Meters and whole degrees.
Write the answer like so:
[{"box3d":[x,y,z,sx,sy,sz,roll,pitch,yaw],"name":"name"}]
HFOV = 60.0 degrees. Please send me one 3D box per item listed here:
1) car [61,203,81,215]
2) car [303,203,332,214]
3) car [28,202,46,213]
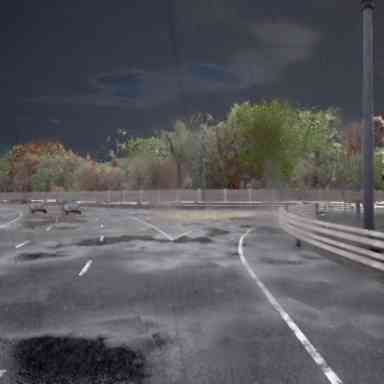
[{"box3d":[-14.743,1.984,40.509,2.033,1.411,5.357,0,-1,-27],"name":"car"},{"box3d":[15.382,1.972,40.663,4.181,1.385,1.994,0,-1,-41],"name":"car"},{"box3d":[-20.298,2.022,43.666,2.033,1.411,5.357,0,-1,-29],"name":"car"}]
